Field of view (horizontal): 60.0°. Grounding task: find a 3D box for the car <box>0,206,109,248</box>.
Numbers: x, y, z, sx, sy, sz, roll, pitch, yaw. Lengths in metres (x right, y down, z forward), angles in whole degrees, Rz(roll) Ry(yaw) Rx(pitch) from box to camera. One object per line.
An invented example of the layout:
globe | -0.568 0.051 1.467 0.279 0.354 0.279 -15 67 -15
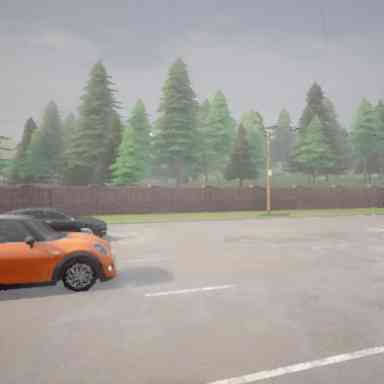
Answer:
car | -6.187 1.429 14.418 4.892 1.490 1.837 0 0 -20

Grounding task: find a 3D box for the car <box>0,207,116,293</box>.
car | -4.110 1.313 7.726 4.553 1.767 2.097 0 0 -20
